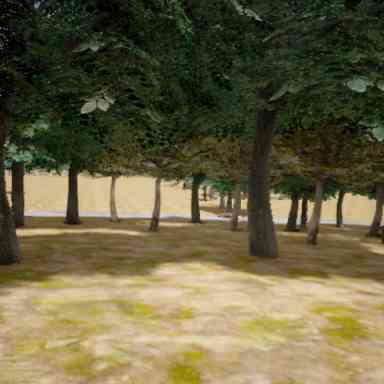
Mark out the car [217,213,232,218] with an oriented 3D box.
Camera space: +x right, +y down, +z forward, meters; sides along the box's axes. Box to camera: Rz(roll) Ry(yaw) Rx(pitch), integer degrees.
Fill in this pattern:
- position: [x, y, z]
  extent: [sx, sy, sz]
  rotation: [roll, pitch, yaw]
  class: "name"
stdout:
- position: [8.213, 5.533, 78.672]
  extent: [4.718, 1.301, 1.895]
  rotation: [3, 2, -18]
  class: "car"
